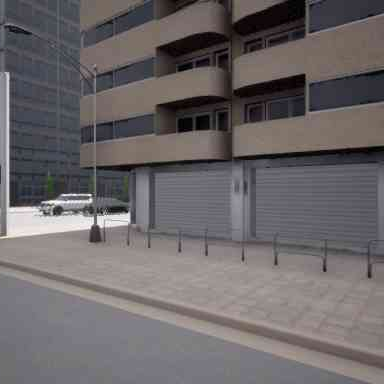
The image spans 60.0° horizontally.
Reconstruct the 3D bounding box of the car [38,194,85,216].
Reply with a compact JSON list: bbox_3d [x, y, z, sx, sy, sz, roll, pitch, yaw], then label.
[{"bbox_3d":[-12.432,1.221,33.383,2.150,2.045,5.566,0,0,36],"label":"car"}]

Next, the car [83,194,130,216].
[{"bbox_3d":[-8.034,1.352,33.126,2.097,1.767,4.553,0,0,36],"label":"car"}]

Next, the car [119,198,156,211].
[{"bbox_3d":[-6.669,1.526,41.249,1.812,1.442,4.674,0,0,36],"label":"car"}]
